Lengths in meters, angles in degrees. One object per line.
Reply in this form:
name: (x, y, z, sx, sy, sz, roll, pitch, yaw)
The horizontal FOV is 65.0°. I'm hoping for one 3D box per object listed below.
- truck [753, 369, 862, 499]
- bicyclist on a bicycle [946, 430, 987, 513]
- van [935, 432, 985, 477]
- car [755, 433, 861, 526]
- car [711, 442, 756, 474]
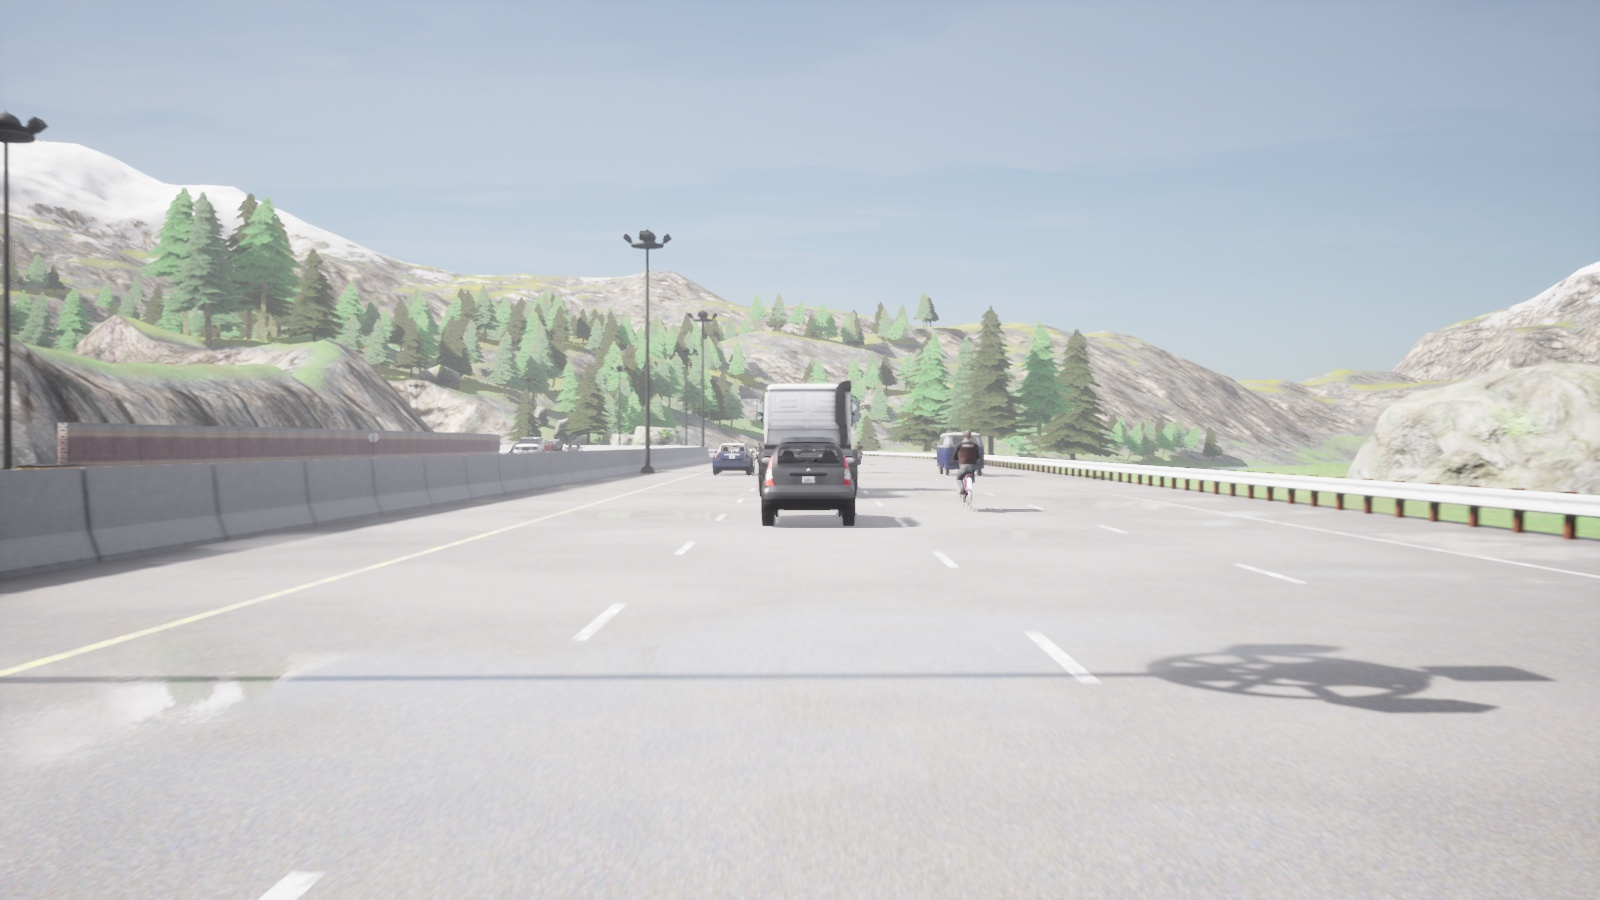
truck: (0.230, -0.449, 37.444, 2.891, 3.462, 7.936, 0, 0, 0)
bicyclist on a bicycle: (3.675, 0.461, 27.786, 0.659, 1.776, 1.843, 0, 1, 0)
van: (7.348, 0.174, 57.915, 1.775, 1.987, 4.442, 0, 0, 0)
car: (0.153, 0.508, 23.953, 1.851, 1.617, 3.988, 0, 0, 0)
car: (-3.140, 0.367, 59.964, 1.970, 1.475, 3.806, 0, 0, 0)
